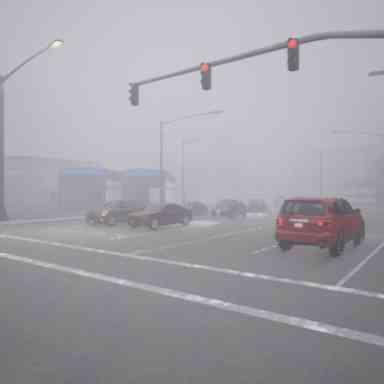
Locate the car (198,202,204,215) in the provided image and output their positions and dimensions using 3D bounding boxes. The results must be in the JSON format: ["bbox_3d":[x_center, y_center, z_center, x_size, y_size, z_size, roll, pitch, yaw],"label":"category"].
[{"bbox_3d":[-0.182,1.534,30.164,1.994,1.385,4.181,0,0,31],"label":"car"}]

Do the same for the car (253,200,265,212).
[{"bbox_3d":[7.481,1.573,38.521,1.895,1.301,4.718,0,0,16],"label":"car"}]

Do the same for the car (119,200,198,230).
[{"bbox_3d":[-1.983,1.454,21.390,1.882,1.535,5.008,0,0,36],"label":"car"}]

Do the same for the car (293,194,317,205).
[{"bbox_3d":[19.472,1.322,57.618,2.097,1.767,4.553,0,0,-8],"label":"car"}]

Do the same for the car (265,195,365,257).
[{"bbox_3d":[5.272,1.216,13.377,2.150,2.045,5.566,0,0,38],"label":"car"}]

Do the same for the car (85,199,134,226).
[{"bbox_3d":[-5.102,1.323,23.058,2.097,1.767,4.553,0,0,36],"label":"car"}]

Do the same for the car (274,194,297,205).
[{"bbox_3d":[16.022,1.318,57.389,2.097,1.767,4.553,0,0,-8],"label":"car"}]

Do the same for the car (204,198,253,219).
[{"bbox_3d":[3.333,1.468,29.239,2.128,1.511,4.902,0,0,30],"label":"car"}]

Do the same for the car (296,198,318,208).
[{"bbox_3d":[16.286,1.540,47.433,1.994,1.385,4.181,0,0,5],"label":"car"}]

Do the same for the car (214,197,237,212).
[{"bbox_3d":[4.056,1.445,39.328,1.882,1.535,5.008,0,0,16],"label":"car"}]
